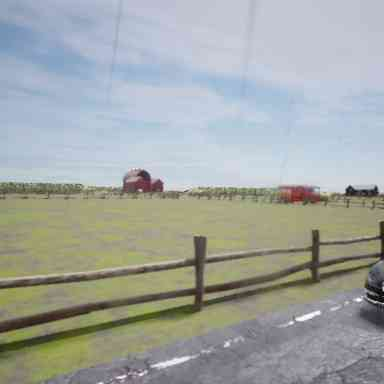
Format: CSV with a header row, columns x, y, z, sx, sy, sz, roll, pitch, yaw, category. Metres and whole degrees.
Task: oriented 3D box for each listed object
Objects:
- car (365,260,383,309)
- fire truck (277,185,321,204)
x,y,z,sx,sy,sz,roll,pitch,yaw,category
5.569,1.613,7.045,4.892,1.490,1.837,1,-1,-35,car
21.276,0.432,66.404,2.891,3.827,8.468,2,0,-36,fire truck
